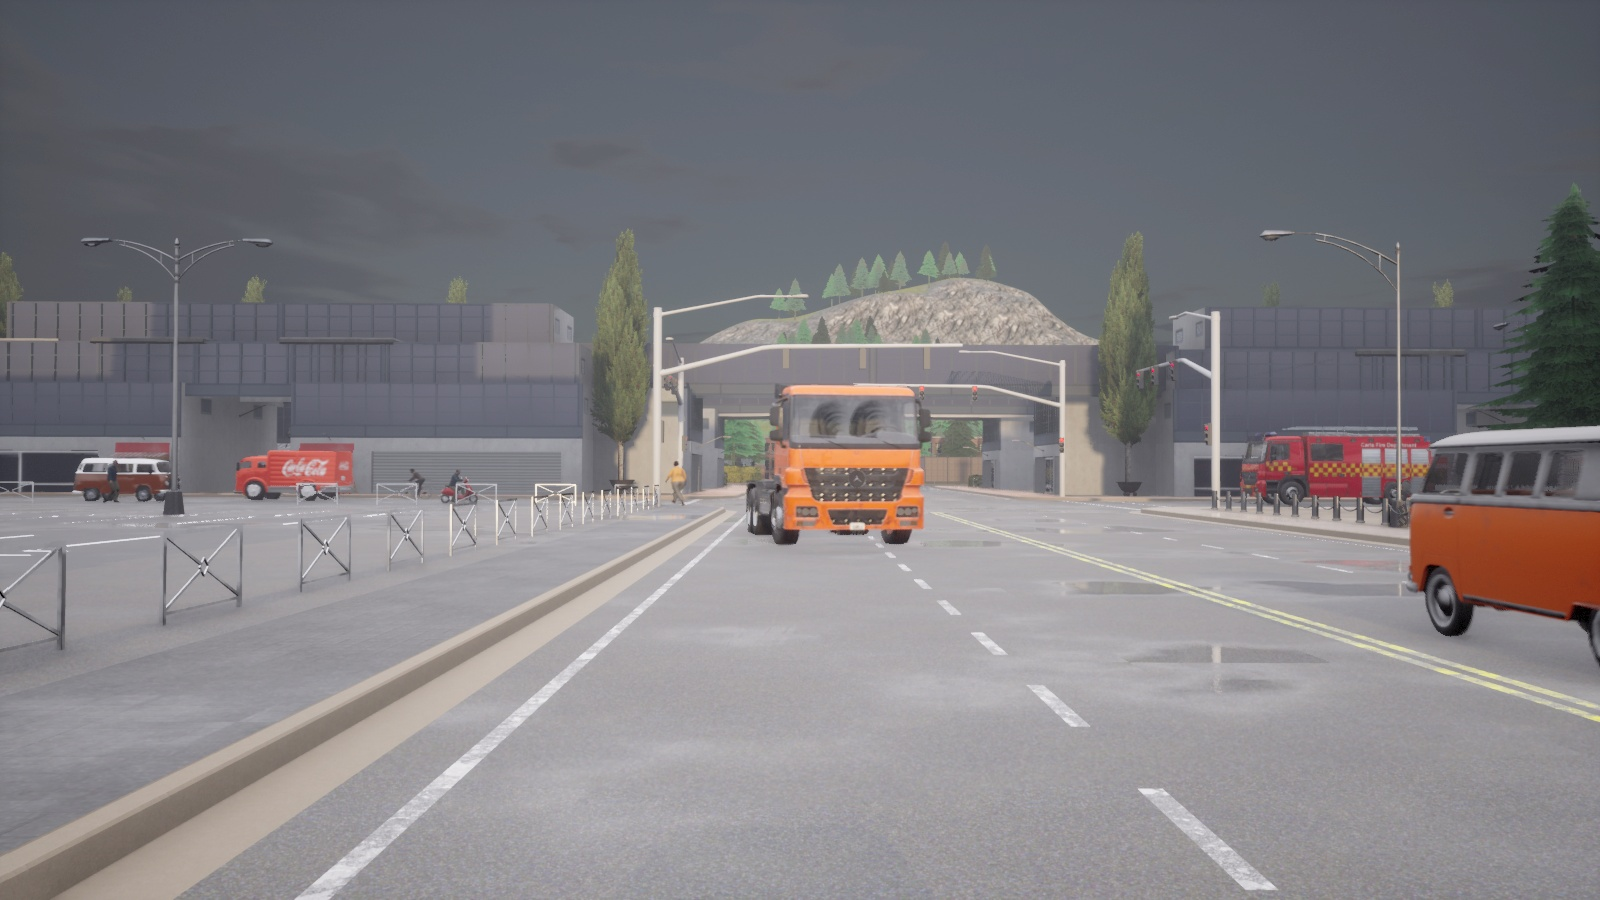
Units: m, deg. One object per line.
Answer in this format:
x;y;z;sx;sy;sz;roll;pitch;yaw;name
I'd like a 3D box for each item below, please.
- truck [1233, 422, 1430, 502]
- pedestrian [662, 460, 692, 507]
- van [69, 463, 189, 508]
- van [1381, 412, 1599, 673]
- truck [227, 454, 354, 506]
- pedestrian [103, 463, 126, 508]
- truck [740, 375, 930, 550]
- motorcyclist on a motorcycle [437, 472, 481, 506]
26.093;0.583;61.934;8.468;3.827;2.891;0;-1;0;truck
-4.922;1.335;50.268;0.874;1.855;0.900;0;-1;-33;pedestrian
-31.317;1.647;58.712;4.480;2.038;2.069;0;-1;2;van
6.975;0.722;10.911;1.775;1.987;4.442;0;-1;0;van
-25.116;1.468;62.050;5.204;2.467;2.627;0;-1;2;truck
-27.780;1.437;50.905;0.726;1.842;0.402;0;-1;16;pedestrian
0.530;0.315;28.914;2.891;3.462;7.936;0;-1;-9;truck
-15.839;1.808;58.317;1.817;1.590;0.866;0;-1;1;motorcyclist on a motorcycle
